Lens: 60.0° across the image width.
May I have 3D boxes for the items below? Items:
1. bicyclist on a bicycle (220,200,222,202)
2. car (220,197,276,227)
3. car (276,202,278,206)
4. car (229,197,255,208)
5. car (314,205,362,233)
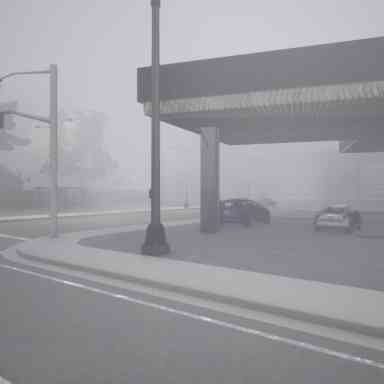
[{"bbox_3d":[2.551,1.386,29.682,0.582,1.620,1.656,0,-9,-36],"label":"bicyclist on a bicycle"},{"bbox_3d":[3.430,1.295,22.027,2.242,1.667,4.611,0,0,37],"label":"car"},{"bbox_3d":[10.517,1.547,47.966,2.033,1.411,5.357,0,0,37],"label":"car"},{"bbox_3d":[7.530,1.504,49.816,1.837,1.490,4.892,0,0,36],"label":"car"},{"bbox_3d":[8.504,1.456,19.228,1.970,1.475,3.806,0,0,37],"label":"car"}]
